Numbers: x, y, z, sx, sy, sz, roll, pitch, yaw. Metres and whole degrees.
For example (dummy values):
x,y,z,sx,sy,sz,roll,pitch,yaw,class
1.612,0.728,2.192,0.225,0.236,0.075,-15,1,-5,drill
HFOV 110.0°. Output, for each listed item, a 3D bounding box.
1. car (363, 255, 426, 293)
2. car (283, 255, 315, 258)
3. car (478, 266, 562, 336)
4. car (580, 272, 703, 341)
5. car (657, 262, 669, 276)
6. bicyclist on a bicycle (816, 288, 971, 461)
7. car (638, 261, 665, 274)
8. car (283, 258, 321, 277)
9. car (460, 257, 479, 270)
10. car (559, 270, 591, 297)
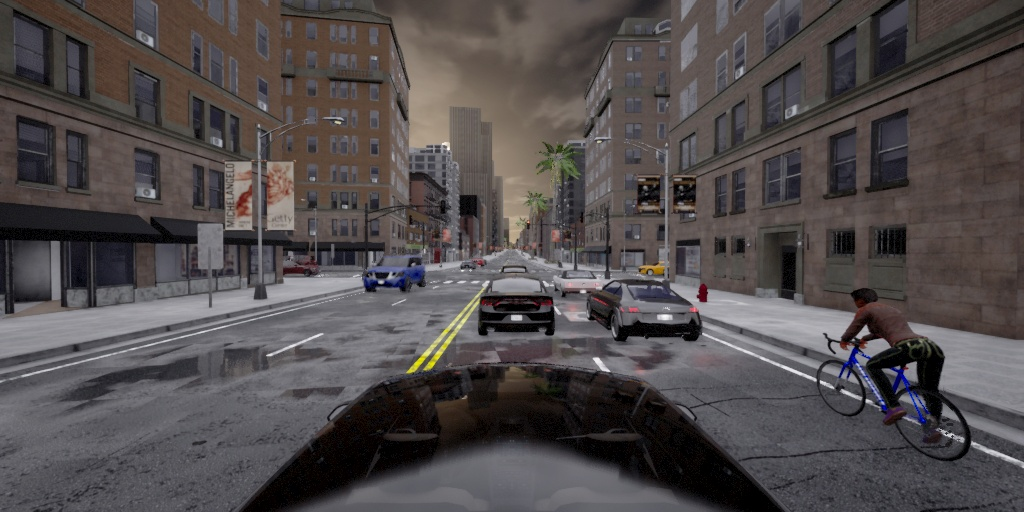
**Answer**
x,y,z,sx,sy,sz,roll,pitch,yaw,class
-6.581,0.966,20.851,2.150,2.045,5.566,0,0,1,car
-23.839,0.831,38.800,5.009,1.841,2.192,0,0,-8,car
0.112,1.225,10.466,1.882,1.535,5.008,0,0,0,car
3.350,1.312,9.859,1.994,1.385,4.181,0,0,0,car
16.255,1.509,33.246,4.313,1.339,1.948,0,0,0,car
4.149,1.202,4.062,0.582,1.620,1.656,0,0,0,bicyclist on a bicycle
16.379,1.336,39.190,5.008,1.535,1.882,0,1,0,car
-20.406,1.144,33.472,4.674,1.442,1.812,0,1,-9,car
-6.518,1.301,53.688,1.994,1.385,4.181,0,0,0,car
3.275,1.346,18.673,1.895,1.301,4.718,0,0,0,car
